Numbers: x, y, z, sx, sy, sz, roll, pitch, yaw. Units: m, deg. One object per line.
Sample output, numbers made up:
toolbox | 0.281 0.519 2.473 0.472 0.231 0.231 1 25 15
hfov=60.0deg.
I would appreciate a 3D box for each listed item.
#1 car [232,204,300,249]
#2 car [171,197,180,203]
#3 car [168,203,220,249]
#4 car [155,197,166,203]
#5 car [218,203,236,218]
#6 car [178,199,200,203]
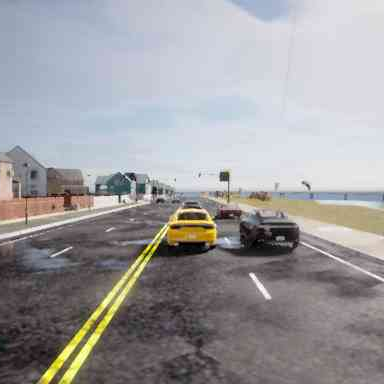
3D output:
car | 3.250 1.495 14.650 2.128 1.511 4.902 0 0 0
car | -3.250 1.666 69.235 2.033 1.411 5.357 0 0 0
car | 0.000 1.484 14.650 1.882 1.535 5.008 0 0 0
car | -6.499 1.661 69.235 1.994 1.385 4.181 0 0 0
car | 3.250 1.623 29.681 1.895 1.301 4.718 0 0 0
car | 0.000 1.523 29.651 1.837 1.490 4.892 0 0 0
